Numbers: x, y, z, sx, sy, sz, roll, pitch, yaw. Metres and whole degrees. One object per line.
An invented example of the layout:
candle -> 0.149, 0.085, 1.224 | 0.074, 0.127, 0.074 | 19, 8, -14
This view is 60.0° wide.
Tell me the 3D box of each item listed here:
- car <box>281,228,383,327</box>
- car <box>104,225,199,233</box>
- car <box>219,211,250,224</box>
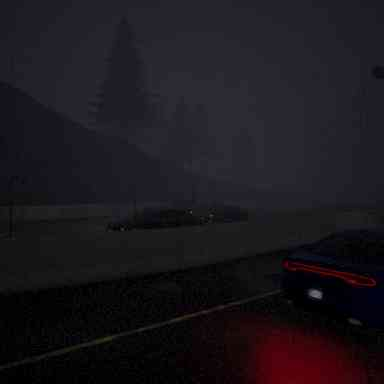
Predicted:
car -> 3.940, 1.483, 6.848 | 5.008, 1.535, 1.882 | 0, 0, -38
car -> -1.738, 1.528, 15.936 | 4.892, 1.490, 1.837 | 0, 0, -38
car -> 2.228, 1.592, 23.566 | 4.181, 1.385, 1.994 | 0, 0, -40
